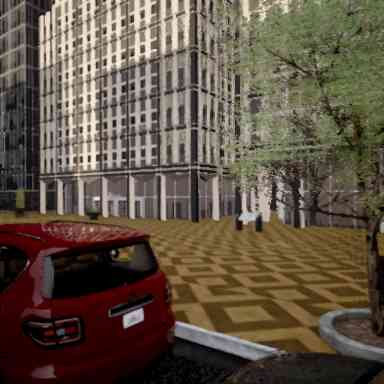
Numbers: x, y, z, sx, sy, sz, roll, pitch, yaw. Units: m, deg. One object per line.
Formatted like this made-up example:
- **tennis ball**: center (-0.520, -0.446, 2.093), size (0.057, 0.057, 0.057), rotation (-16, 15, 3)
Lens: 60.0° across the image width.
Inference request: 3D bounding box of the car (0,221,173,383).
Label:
- **car**: center (-2.524, 1.341, 4.678), size (5.009, 1.841, 2.192), rotation (0, 0, 35)

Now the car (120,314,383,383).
- **car**: center (1.975, 1.546, 1.472), size (4.403, 1.369, 2.008), rotation (0, 0, 35)
